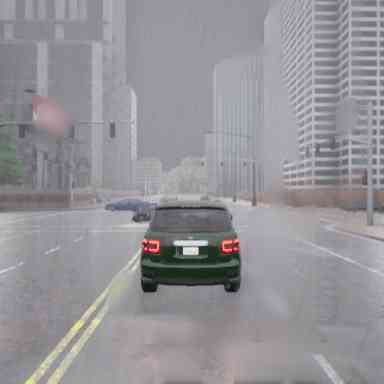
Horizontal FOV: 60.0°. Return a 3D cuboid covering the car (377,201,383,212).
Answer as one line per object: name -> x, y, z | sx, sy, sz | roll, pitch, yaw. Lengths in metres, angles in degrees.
car -> 22.133, 1.461, 33.917 | 5.008, 1.535, 1.882 | 0, 0, -1

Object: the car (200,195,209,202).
car -> 2.862, 1.463, 76.139 | 1.837, 1.490, 4.892 | 0, 0, 0

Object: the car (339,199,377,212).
car -> 19.468, 1.528, 37.382 | 5.357, 1.411, 2.033 | 0, 0, -1

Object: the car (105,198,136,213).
car -> -7.145, 1.459, 37.011 | 5.008, 1.535, 1.882 | 0, 0, -1

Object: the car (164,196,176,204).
car -> -4.083, 1.495, 62.595 | 1.812, 1.442, 4.674 | 0, 0, 0

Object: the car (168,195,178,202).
car -> -4.116, 1.442, 73.052 | 1.882, 1.535, 5.008 | 0, 0, 0

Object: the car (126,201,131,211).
car -> -2.533, 1.552, 24.431 | 1.994, 1.385, 4.181 | 0, 0, 27

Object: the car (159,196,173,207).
car -> -4.023, 1.479, 52.375 | 1.837, 1.490, 4.892 | 0, 0, 0

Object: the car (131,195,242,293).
car -> -0.021, 1.217, 9.015 | 2.150, 2.045, 5.566 | 0, 0, 0
